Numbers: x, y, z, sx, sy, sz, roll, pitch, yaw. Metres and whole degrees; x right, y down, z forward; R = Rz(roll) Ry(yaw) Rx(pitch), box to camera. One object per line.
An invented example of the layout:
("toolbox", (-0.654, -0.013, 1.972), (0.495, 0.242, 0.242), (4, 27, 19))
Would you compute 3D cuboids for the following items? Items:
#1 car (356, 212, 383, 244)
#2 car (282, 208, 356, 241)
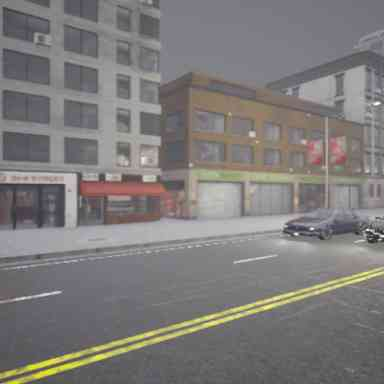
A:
("car", (9.389, 1.462, 14.370), (4.892, 1.490, 1.837), (0, 0, -35))
("car", (6.875, 1.506, 16.571), (5.357, 1.411, 2.033), (0, 0, -35))
